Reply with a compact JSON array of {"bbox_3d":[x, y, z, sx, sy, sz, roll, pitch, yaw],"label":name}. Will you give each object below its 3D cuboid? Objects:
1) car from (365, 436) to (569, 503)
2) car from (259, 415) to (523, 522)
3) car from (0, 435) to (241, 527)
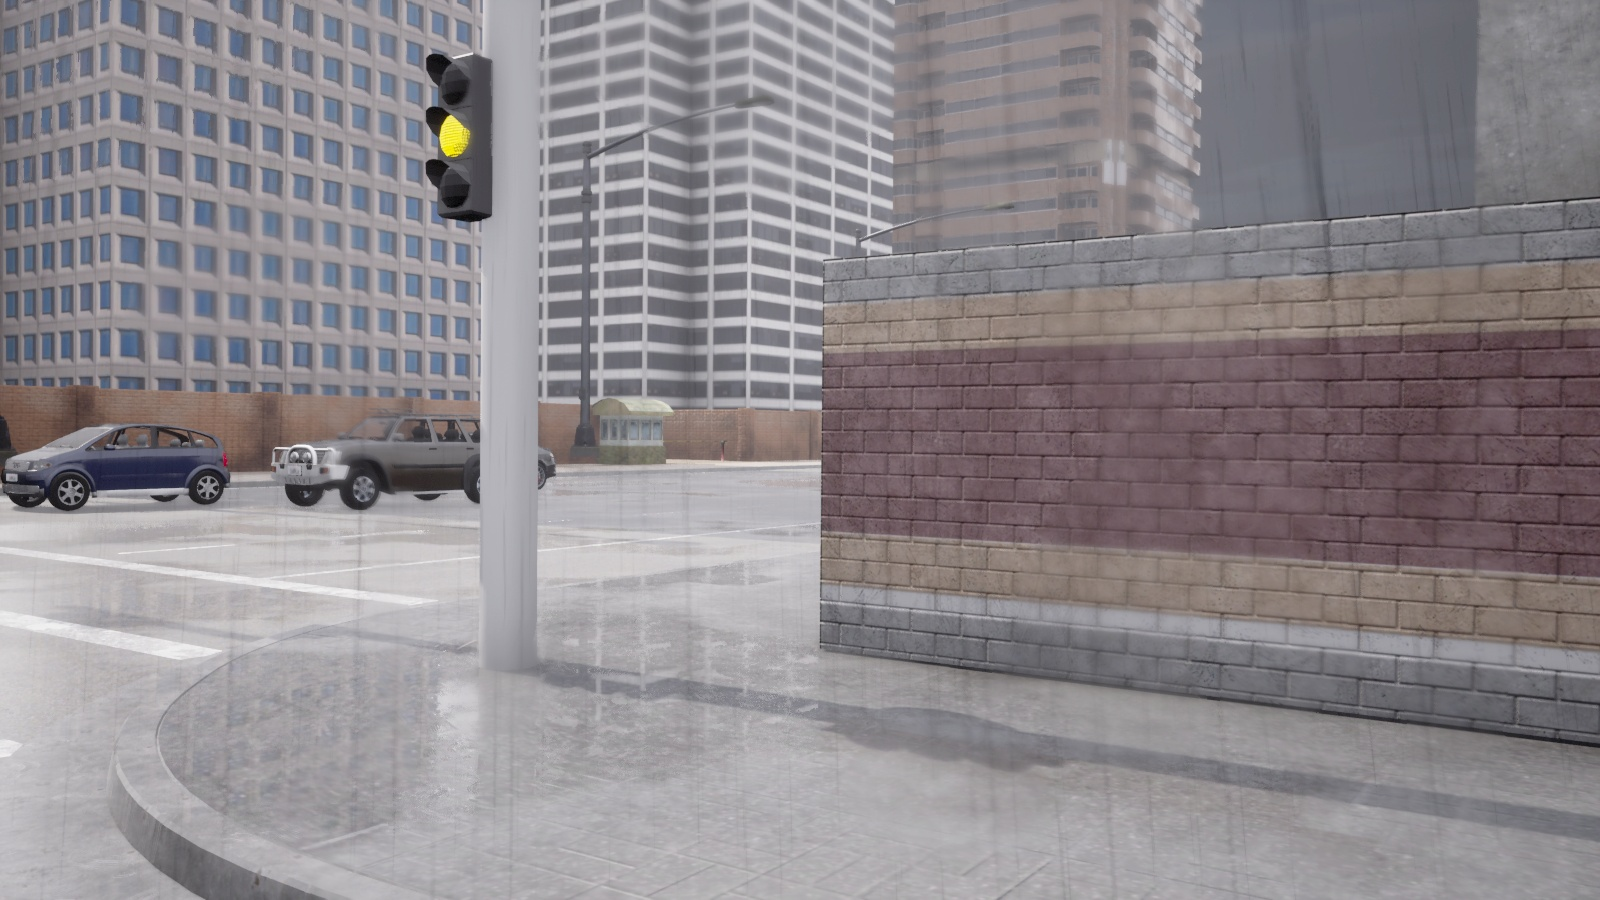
[{"bbox_3d":[-7.915,0.415,30.289,1.812,1.442,4.674,0,1,34],"label":"car"},{"bbox_3d":[-7.761,0.287,24.273,1.932,1.855,4.605,0,1,34],"label":"car"},{"bbox_3d":[-12.628,0.506,23.310,1.789,1.549,3.705,0,1,34],"label":"car"}]
